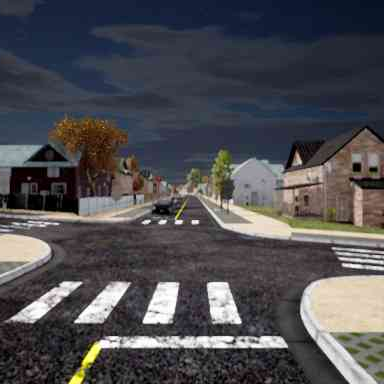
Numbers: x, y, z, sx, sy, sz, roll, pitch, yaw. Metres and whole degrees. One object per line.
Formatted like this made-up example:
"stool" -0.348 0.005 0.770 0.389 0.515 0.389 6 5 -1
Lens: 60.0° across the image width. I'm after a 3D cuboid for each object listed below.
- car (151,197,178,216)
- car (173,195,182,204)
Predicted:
"car" -2.697 1.477 31.522 1.994 1.385 4.181 0 0 0
"car" -2.653 1.324 57.408 2.128 1.511 4.902 0 0 0
